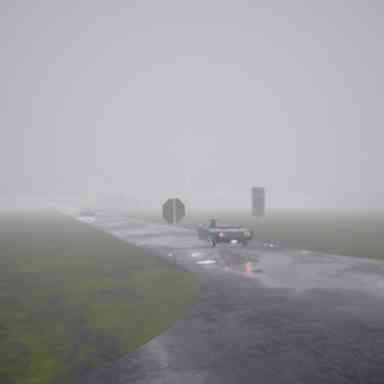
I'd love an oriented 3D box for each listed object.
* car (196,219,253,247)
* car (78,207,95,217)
[{"bbox_3d":[1.536,2.076,17.695,1.895,1.301,4.718,0,-2,-12],"label":"car"},{"bbox_3d":[-15.628,2.943,49.164,1.994,1.385,4.181,0,-2,-25],"label":"car"}]
